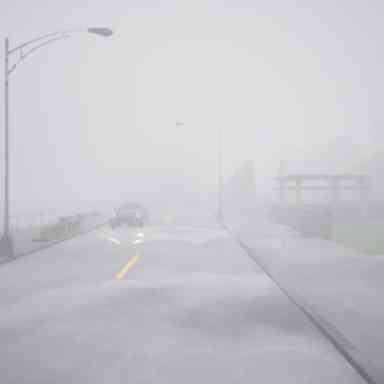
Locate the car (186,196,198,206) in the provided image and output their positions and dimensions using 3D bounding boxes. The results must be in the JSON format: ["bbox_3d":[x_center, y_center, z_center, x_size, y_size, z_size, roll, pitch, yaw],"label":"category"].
[{"bbox_3d":[-0.025,1.658,57.286,1.882,1.535,5.008,0,0,0],"label":"car"}]

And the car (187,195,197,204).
[{"bbox_3d":[-0.029,1.536,67.676,2.097,1.767,4.553,0,0,0],"label":"car"}]

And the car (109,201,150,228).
[{"bbox_3d":[-4.094,1.423,22.519,2.097,1.767,4.553,0,0,0],"label":"car"}]
